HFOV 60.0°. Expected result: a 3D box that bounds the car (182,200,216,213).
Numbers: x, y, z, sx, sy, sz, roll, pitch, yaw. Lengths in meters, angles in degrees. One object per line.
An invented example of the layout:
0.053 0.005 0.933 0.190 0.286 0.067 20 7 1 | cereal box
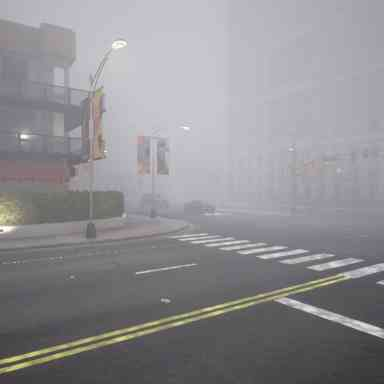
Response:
0.733 1.564 36.698 1.994 1.385 4.181 0 0 -35 | car

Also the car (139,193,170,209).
-5.203 1.221 45.335 2.150 2.045 5.566 0 0 -35 | car
